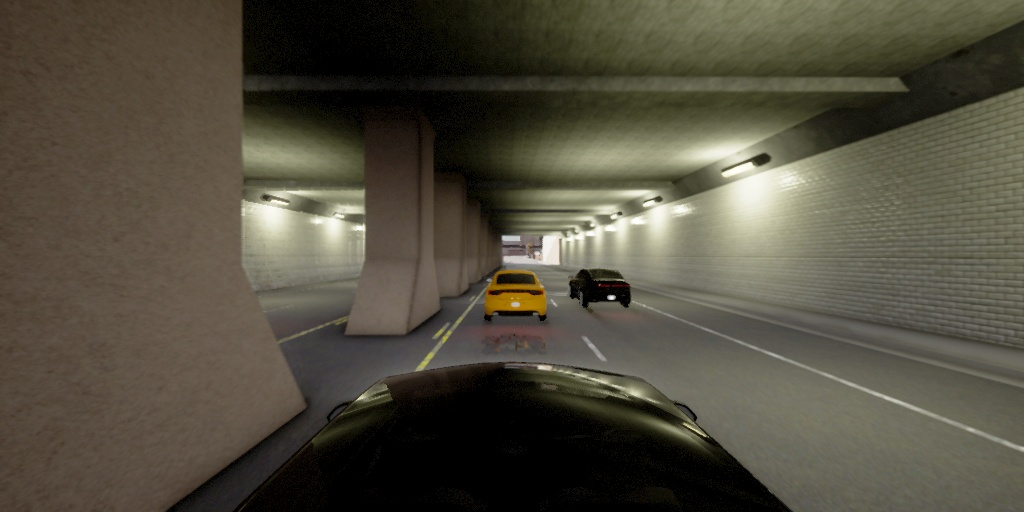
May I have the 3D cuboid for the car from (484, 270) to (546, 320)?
[{"bbox_3d":[0.109,1.227,12.680,1.882,1.535,5.008,0,0,0],"label":"car"}]

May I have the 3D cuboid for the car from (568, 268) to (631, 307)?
[{"bbox_3d":[3.619,1.255,15.448,1.837,1.490,4.892,0,0,0],"label":"car"}]
